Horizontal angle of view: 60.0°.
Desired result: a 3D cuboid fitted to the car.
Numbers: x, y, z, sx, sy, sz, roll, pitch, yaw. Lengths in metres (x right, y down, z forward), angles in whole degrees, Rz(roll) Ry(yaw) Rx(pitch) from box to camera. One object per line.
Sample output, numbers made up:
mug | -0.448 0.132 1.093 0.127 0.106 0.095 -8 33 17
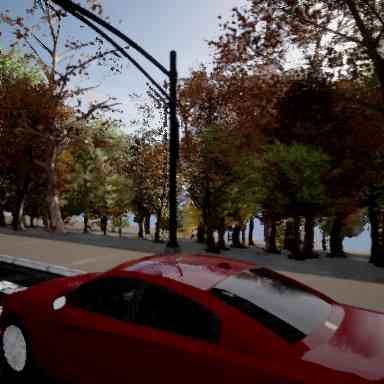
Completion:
car | -0.338 1.499 3.924 5.008 1.535 1.882 0 0 35
